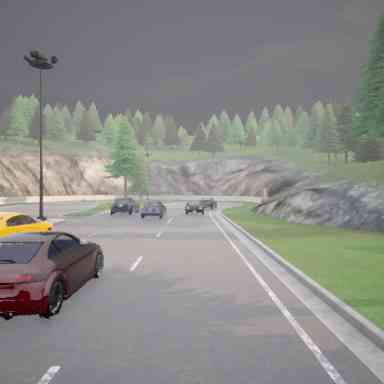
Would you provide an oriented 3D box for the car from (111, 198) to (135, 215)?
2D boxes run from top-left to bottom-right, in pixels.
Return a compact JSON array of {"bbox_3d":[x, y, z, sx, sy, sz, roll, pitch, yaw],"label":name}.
[{"bbox_3d":[-6.684,1.353,33.743,2.097,1.767,4.553,0,0,2],"label":"car"}]

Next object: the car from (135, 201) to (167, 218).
[{"bbox_3d":[-3.352,1.547,29.606,2.033,1.411,5.357,0,0,1],"label":"car"}]

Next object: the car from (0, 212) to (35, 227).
[{"bbox_3d":[-6.900,1.477,12.278,1.882,1.535,5.008,0,0,0],"label":"car"}]

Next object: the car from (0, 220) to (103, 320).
[{"bbox_3d":[-3.400,1.564,7.435,1.994,1.385,4.181,0,0,0],"label":"car"}]

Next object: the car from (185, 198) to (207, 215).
[{"bbox_3d":[0.332,1.601,34.294,1.895,1.301,4.718,0,0,2],"label":"car"}]

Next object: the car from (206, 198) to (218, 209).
[{"bbox_3d":[2.190,1.492,44.453,2.128,1.511,4.902,0,0,14],"label":"car"}]
